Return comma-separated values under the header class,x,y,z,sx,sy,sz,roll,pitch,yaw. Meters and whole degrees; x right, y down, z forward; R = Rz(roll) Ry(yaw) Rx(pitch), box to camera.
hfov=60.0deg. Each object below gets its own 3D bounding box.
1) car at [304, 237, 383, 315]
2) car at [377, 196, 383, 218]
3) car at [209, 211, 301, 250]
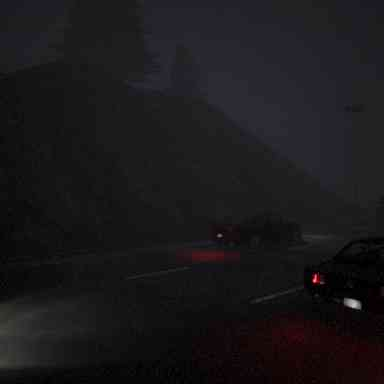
class,x,y,z,sx,sy,sz,roll,pitch,yaw
car,4.502,1.645,7.159,4.718,1.301,1.895,0,-1,-39
car,19.593,1.412,32.392,2.150,2.045,5.566,-1,-1,39
car,3.002,1.613,15.085,5.008,1.535,1.882,0,0,-41
